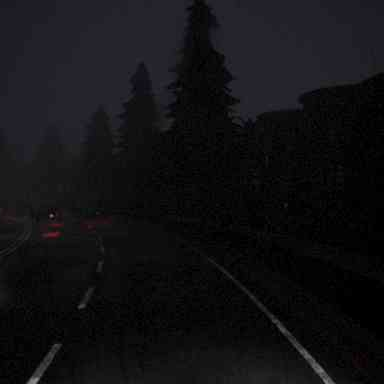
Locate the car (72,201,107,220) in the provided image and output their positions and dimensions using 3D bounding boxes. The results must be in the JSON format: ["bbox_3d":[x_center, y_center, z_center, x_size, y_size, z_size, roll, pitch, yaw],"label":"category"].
[{"bbox_3d":[-8.956,1.503,28.768,2.128,1.511,4.902,0,0,-35],"label":"car"}]

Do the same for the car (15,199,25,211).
[{"bbox_3d":[-19.375,1.518,39.762,4.902,1.511,2.128,0,0,39],"label":"car"}]

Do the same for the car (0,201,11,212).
[{"bbox_3d":[-22.644,1.633,37.890,4.718,1.301,1.895,0,0,37],"label":"car"}]

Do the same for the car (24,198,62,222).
[{"bbox_3d":[-11.925,1.522,26.904,1.837,1.490,4.892,0,0,-35],"label":"car"}]
